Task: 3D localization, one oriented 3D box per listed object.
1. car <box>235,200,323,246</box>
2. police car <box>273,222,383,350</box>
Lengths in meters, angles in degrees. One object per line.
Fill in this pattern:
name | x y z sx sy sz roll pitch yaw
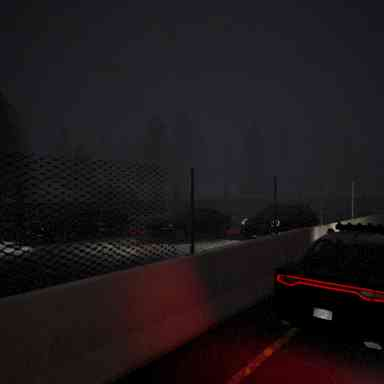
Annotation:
car | 4.337 1.352 16.114 4.553 1.767 2.097 0 0 -45
police car | 3.416 1.425 6.425 1.930 1.638 5.238 0 0 40
